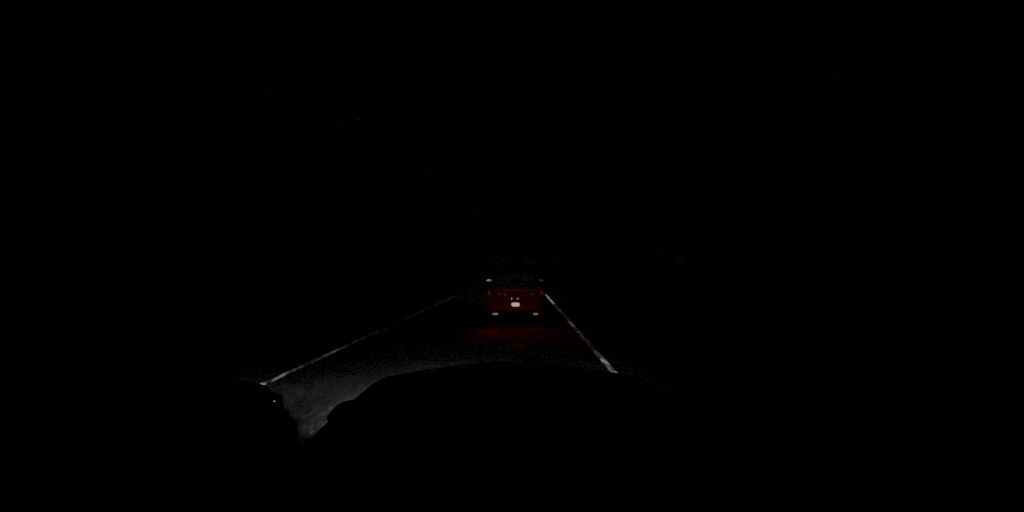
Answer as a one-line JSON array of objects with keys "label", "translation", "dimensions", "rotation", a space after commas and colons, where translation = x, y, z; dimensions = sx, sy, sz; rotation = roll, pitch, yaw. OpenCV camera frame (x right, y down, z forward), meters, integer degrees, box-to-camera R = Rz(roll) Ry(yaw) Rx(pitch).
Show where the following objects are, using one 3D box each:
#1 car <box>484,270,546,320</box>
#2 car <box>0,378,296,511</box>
[{"label": "car", "translation": [0.105, 1.230, 12.678], "dimensions": [1.882, 1.535, 5.008], "rotation": [0, 0, 0]}, {"label": "car", "translation": [-2.875, 1.276, 1.214], "dimensions": [1.812, 1.442, 4.674], "rotation": [0, 0, 2]}]
